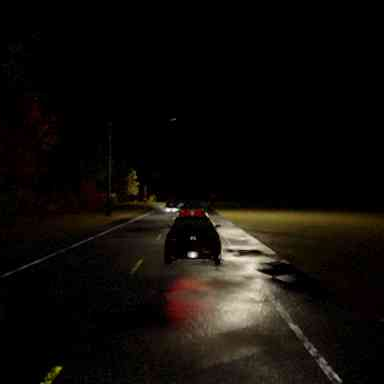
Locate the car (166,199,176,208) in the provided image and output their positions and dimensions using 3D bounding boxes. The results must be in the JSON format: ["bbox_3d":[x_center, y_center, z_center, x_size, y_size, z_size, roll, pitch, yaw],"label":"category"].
[{"bbox_3d":[-3.558,2.080,58.748,2.128,1.511,4.902,0,0,1],"label":"car"}]

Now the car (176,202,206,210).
[{"bbox_3d":[0.040,1.625,27.223,2.097,1.767,4.553,0,-1,0],"label":"car"}]

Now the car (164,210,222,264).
[{"bbox_3d":[0.044,1.631,12.322,1.837,1.490,4.892,0,0,0],"label":"car"}]
